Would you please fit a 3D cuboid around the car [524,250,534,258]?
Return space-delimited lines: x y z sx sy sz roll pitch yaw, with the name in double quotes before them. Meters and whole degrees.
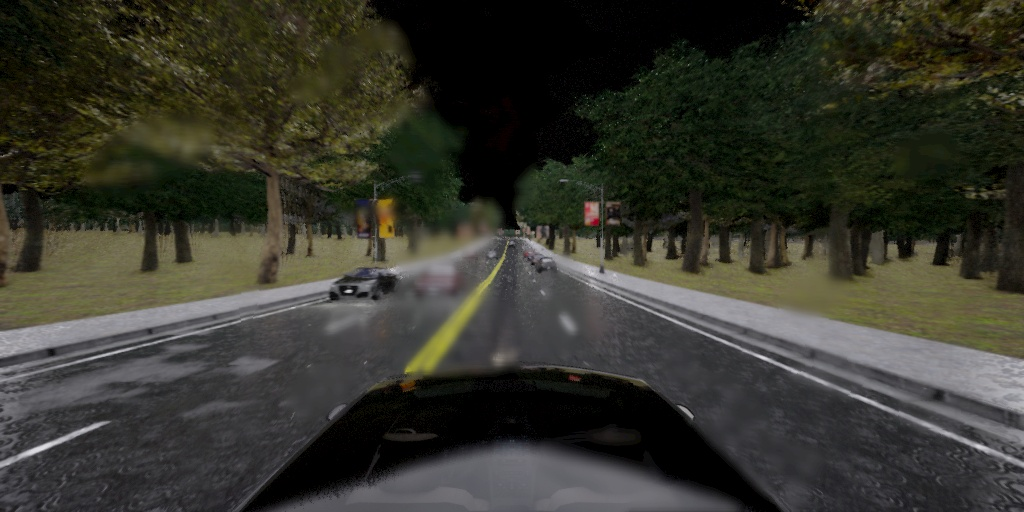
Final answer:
"car" 3.247 0.134 55.327 1.895 1.301 4.718 0 2 0

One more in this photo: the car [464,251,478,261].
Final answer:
"car" -6.532 -0.085 57.820 1.882 1.535 5.008 0 2 0

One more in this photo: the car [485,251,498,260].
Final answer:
"car" -3.291 -0.126 59.095 2.128 1.511 4.902 0 2 1

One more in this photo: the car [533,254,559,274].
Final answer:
"car" 3.249 0.806 33.311 1.812 1.442 4.674 0 2 0

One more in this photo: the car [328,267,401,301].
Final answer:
"car" -6.592 1.207 16.440 1.994 1.385 4.181 0 1 0

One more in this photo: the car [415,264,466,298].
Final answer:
"car" -3.343 1.151 17.600 1.812 1.442 4.674 0 1 0

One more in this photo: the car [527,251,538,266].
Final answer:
"car" 3.248 0.466 44.303 2.033 1.411 5.357 0 2 0
